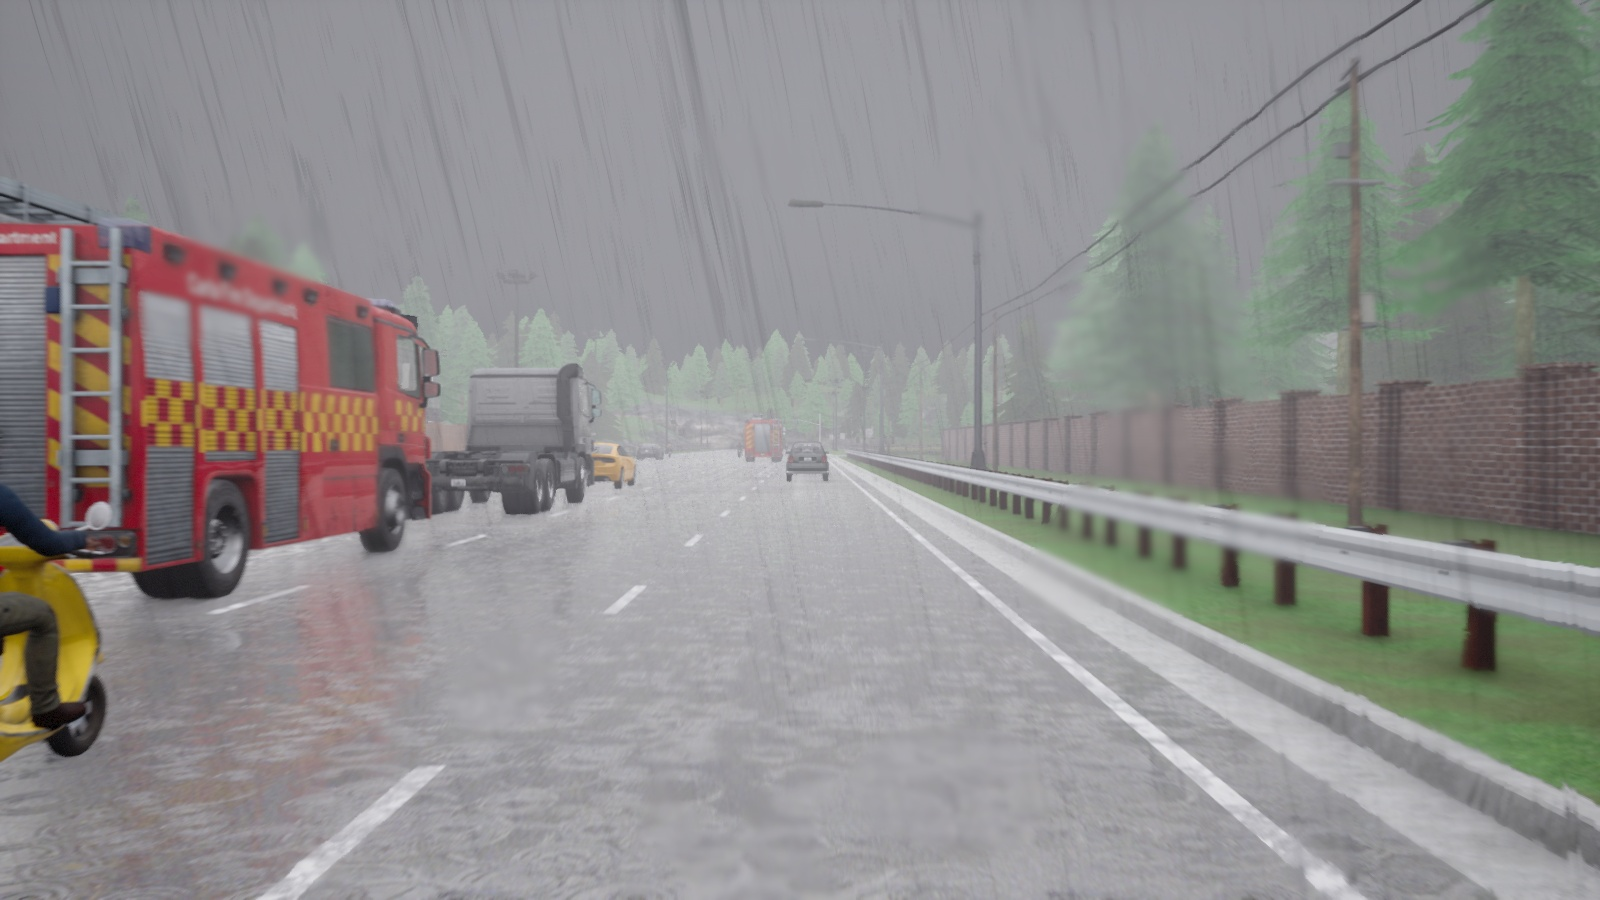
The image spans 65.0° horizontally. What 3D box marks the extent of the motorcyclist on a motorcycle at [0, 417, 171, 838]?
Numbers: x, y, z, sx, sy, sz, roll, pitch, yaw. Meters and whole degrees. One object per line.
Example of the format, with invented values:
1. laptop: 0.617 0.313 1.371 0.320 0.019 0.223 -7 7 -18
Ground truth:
1. motorcyclist on a motorcycle: -3.456 0.669 5.118 0.866 1.590 1.817 0 0 0

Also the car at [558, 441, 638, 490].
1. car: -6.744 0.483 42.369 1.882 1.535 5.008 0 0 0

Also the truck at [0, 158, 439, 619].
1. truck: -6.901 -0.508 14.667 2.891 3.827 8.468 0 0 0

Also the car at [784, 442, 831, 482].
1. car: 0.302 0.443 50.589 1.789 1.549 3.705 0 0 0

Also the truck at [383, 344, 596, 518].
1. truck: -6.820 -0.402 28.926 2.891 3.462 7.936 0 0 0
